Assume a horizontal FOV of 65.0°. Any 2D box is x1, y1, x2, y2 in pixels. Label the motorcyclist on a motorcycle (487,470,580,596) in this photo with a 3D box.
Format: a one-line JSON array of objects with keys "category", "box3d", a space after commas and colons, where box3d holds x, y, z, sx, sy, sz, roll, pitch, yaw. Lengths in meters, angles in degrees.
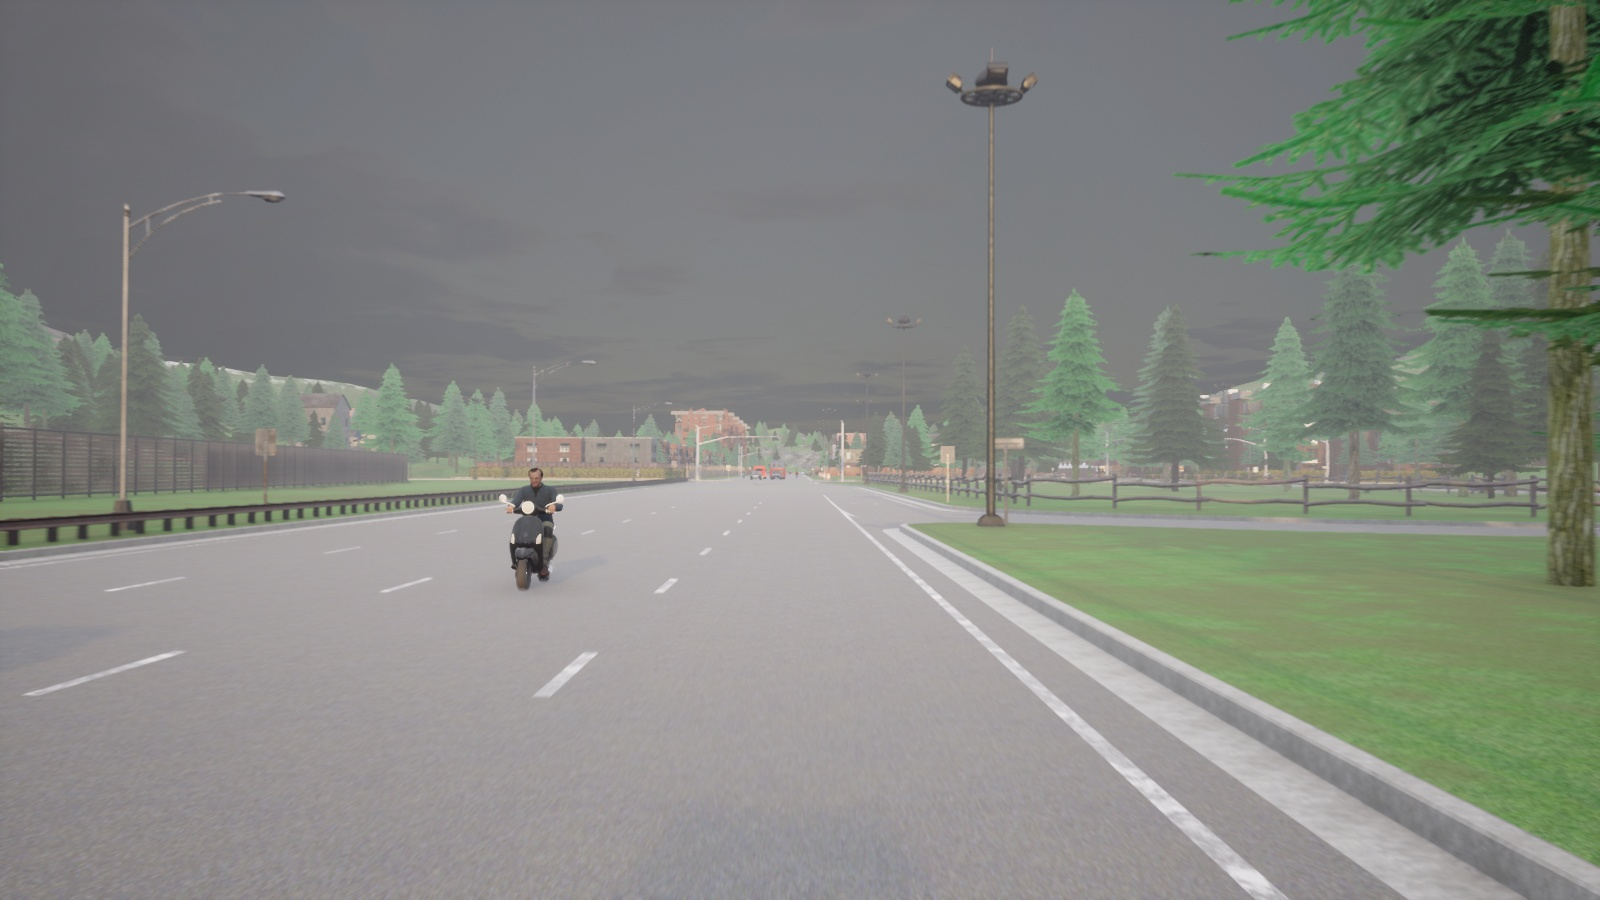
[{"category": "motorcyclist on a motorcycle", "box3d": [-3.541, 1.063, 16.842, 0.866, 1.590, 1.817, 0, -1, 0]}]
